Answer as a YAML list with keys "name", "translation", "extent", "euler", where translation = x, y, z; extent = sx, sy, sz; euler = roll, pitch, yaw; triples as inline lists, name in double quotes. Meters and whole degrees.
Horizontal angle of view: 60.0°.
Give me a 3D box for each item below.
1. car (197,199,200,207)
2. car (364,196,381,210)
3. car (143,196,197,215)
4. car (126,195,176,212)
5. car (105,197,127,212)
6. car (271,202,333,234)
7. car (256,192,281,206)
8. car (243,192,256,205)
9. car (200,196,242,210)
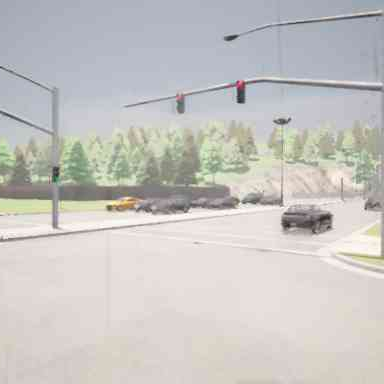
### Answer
- name: "car"
  translation: [1.838, 1.439, 44.057]
  extent: [2.033, 1.411, 5.357]
  euler: [0, 0, 36]
- name: "car"
  translation: [22.767, 1.329, 41.046]
  extent: [2.097, 1.767, 4.553]
  euler: [0, 0, 36]
- name: "car"
  translation: [-2.100, 1.398, 32.726]
  extent: [2.128, 1.511, 4.902]
  euler: [0, 0, 36]
- name: "car"
  translation: [-4.214, 1.383, 35.758]
  extent: [2.128, 1.511, 4.902]
  euler: [0, 0, 36]
- name: "car"
  translation: [-7.427, 1.353, 37.287]
  extent: [1.882, 1.535, 5.008]
  euler: [0, 0, 36]
- name: "car"
  translation: [6.718, 1.466, 19.192]
  extent: [2.128, 1.511, 4.902]
  euler: [0, 0, 37]
- name: "car"
  translation: [12.398, 1.260, 52.563]
  extent: [2.097, 1.767, 4.553]
  euler: [0, 0, 36]
- name: "car"
  translation: [10.298, 1.105, 55.611]
  extent: [2.150, 2.045, 5.566]
  euler: [0, 1, 37]
- name: "car"
  translation: [3.690, 1.455, 40.674]
  extent: [2.033, 1.411, 5.357]
  euler: [0, 0, 36]
